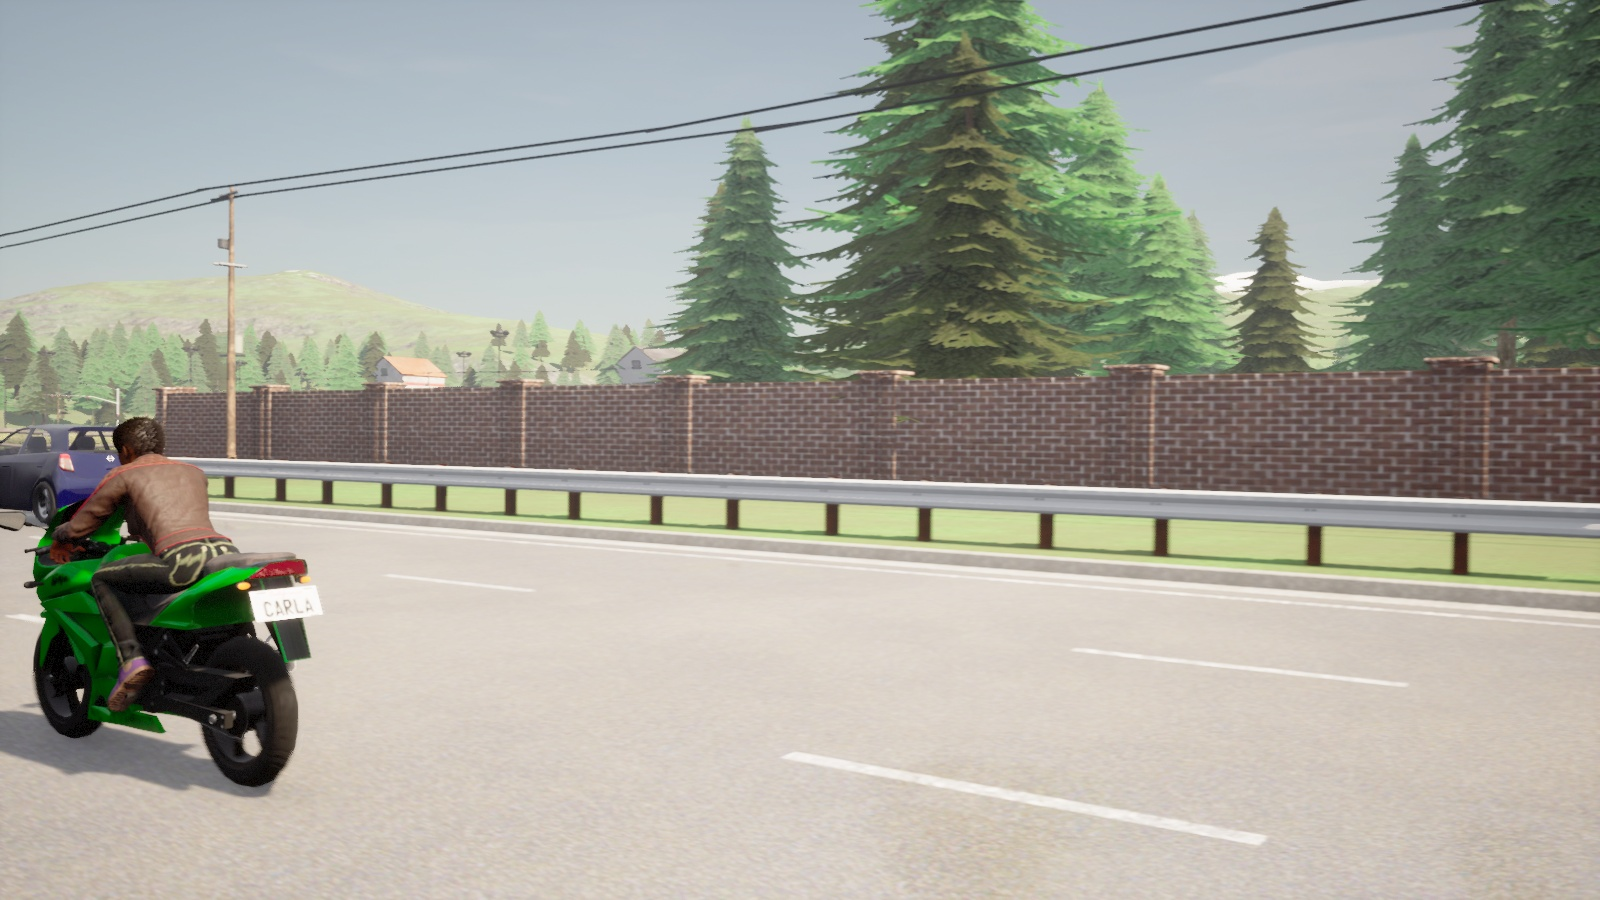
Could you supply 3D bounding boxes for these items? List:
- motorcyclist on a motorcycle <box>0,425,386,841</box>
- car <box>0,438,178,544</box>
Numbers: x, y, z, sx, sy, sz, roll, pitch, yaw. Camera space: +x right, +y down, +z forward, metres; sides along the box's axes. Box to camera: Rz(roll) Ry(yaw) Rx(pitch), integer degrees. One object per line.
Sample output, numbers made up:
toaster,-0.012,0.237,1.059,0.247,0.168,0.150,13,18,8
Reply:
motorcyclist on a motorcycle,-2.813,0.665,5.488,2.044,1.523,0.797,0,1,34
car,-11.744,0.584,19.822,3.633,1.501,1.845,0,1,34
